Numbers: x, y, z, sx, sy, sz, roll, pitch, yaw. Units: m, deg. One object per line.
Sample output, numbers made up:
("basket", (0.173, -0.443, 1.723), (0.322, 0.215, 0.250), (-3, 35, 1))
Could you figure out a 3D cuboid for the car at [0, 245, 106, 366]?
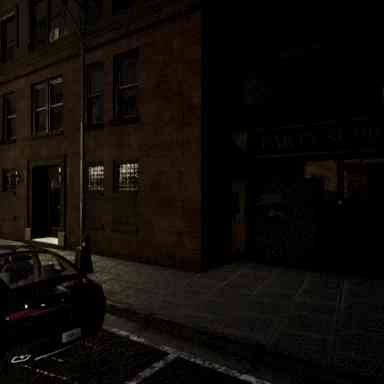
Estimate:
("car", (-3.274, 1.551, 5.434), (4.403, 1.369, 2.008), (0, 0, 36))
